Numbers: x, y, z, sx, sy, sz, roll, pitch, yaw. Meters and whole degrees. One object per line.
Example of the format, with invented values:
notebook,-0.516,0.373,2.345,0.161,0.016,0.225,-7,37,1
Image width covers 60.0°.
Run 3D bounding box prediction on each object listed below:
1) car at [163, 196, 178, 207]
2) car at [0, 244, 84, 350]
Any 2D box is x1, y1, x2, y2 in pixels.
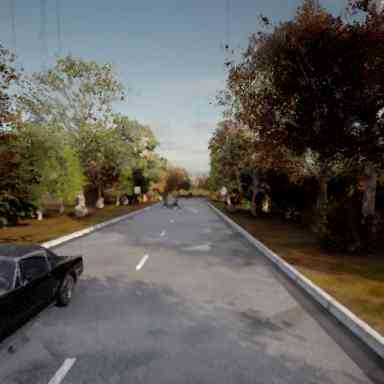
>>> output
car,-3.064,1.382,48.799,2.128,1.511,4.902,0,0,1
car,-3.333,1.587,5.171,1.895,1.301,4.718,0,0,0
